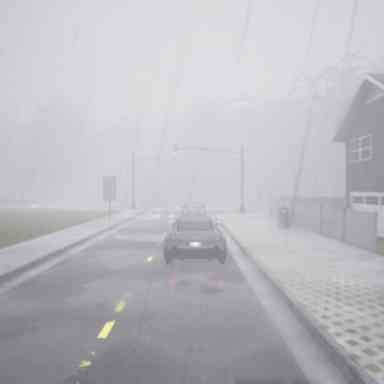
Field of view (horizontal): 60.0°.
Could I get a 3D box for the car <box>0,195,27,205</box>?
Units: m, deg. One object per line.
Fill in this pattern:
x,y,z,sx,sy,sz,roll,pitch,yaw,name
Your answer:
-27.057,1.272,49.104,4.181,1.385,1.994,0,0,24,car

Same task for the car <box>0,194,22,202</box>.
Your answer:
-35.128,1.192,63.280,5.357,1.411,2.033,0,0,23,car

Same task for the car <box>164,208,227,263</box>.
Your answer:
0.099,1.490,11.764,1.994,1.385,4.181,0,0,0,car

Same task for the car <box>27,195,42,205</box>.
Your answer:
-25.691,1.227,52.065,4.674,1.442,1.812,0,0,24,car

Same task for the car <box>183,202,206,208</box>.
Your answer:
0.169,1.439,26.175,1.895,1.301,4.718,0,0,1,car
